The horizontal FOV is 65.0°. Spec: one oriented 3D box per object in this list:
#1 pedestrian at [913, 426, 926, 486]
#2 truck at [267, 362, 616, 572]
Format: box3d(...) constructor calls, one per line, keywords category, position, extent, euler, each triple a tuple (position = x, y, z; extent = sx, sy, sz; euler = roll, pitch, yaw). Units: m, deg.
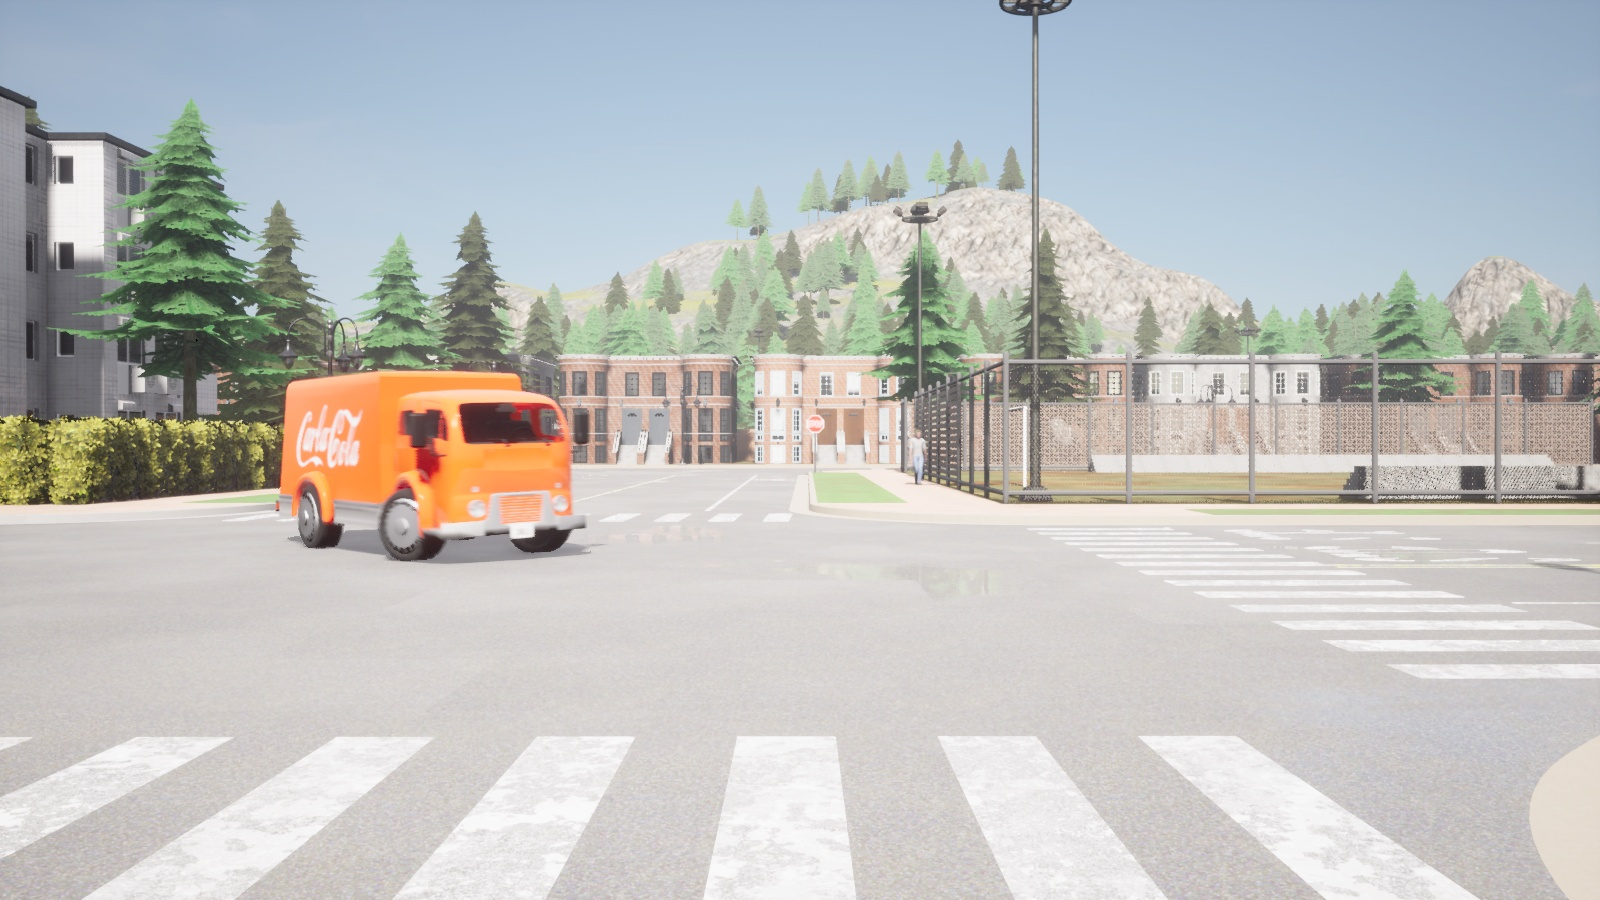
box3d(category="pedestrian", position=(3.714, 0.177, 39.106), extent=(0.354, 1.836, 0.706), euler=(0, 0, 0))
box3d(category="truck", position=(-5.160, 0.152, 17.566), extent=(2.627, 2.467, 5.204), euler=(-2, 2, -42))
